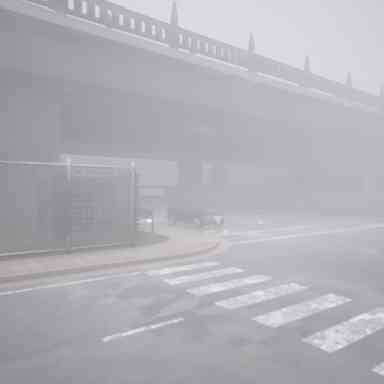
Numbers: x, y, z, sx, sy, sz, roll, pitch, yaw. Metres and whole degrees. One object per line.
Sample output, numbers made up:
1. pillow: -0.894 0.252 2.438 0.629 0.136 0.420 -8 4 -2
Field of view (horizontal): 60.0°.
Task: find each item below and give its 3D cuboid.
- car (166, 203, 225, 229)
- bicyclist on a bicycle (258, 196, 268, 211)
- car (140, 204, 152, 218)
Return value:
1. car: 0.148 1.489 22.113 2.128 1.511 4.902 0 0 -36
2. bicyclist on a bicycle: 7.755 1.296 36.297 1.656 1.620 0.582 0 0 -36
3. car: -5.575 1.545 30.007 2.033 1.411 5.357 0 0 -36
